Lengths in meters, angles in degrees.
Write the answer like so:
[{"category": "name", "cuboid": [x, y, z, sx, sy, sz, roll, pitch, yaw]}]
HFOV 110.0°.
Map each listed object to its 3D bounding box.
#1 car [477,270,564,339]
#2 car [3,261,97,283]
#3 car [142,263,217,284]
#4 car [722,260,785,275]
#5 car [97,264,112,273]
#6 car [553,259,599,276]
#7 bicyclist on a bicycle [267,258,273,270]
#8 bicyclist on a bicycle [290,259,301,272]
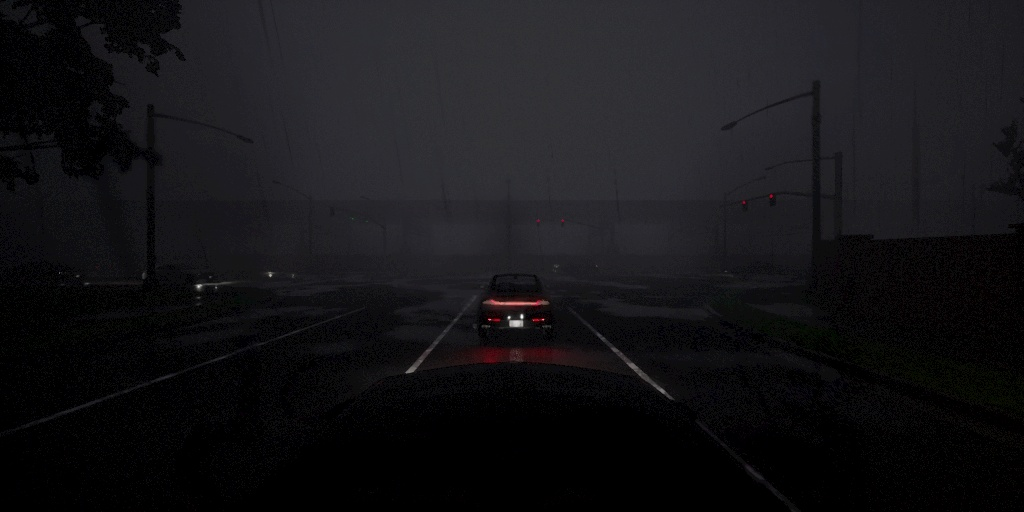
[{"category": "car", "cuboid": [0.099, 1.242, 10.137, 2.128, 1.511, 4.902, 0, 0, 0]}, {"category": "car", "cuboid": [-35.056, 1.241, 26.999, 4.902, 1.511, 2.128, 0, 0, 2]}, {"category": "car", "cuboid": [-24.683, 1.276, 26.673, 4.674, 1.442, 1.812, 0, 0, 2]}, {"category": "car", "cuboid": [24.214, 1.152, 36.035, 5.357, 1.411, 2.033, -1, 0, 2]}, {"category": "car", "cuboid": [-49.647, 1.297, 41.451, 5.357, 1.411, 2.033, 0, 0, 2]}, {"category": "car", "cuboid": [6.402, 1.081, 36.523, 4.553, 1.767, 2.097, 0, 0, 2]}, {"category": "bicyclist on a bicycle", "cuboid": [-31.583, 1.050, 46.803, 0.582, 1.620, 1.656, 0, 0, -33]}, {"category": "bicyclist on a bicycle", "cuboid": [-27.031, 1.203, 44.712, 0.582, 1.620, 1.656, 0, 0, 14]}]
